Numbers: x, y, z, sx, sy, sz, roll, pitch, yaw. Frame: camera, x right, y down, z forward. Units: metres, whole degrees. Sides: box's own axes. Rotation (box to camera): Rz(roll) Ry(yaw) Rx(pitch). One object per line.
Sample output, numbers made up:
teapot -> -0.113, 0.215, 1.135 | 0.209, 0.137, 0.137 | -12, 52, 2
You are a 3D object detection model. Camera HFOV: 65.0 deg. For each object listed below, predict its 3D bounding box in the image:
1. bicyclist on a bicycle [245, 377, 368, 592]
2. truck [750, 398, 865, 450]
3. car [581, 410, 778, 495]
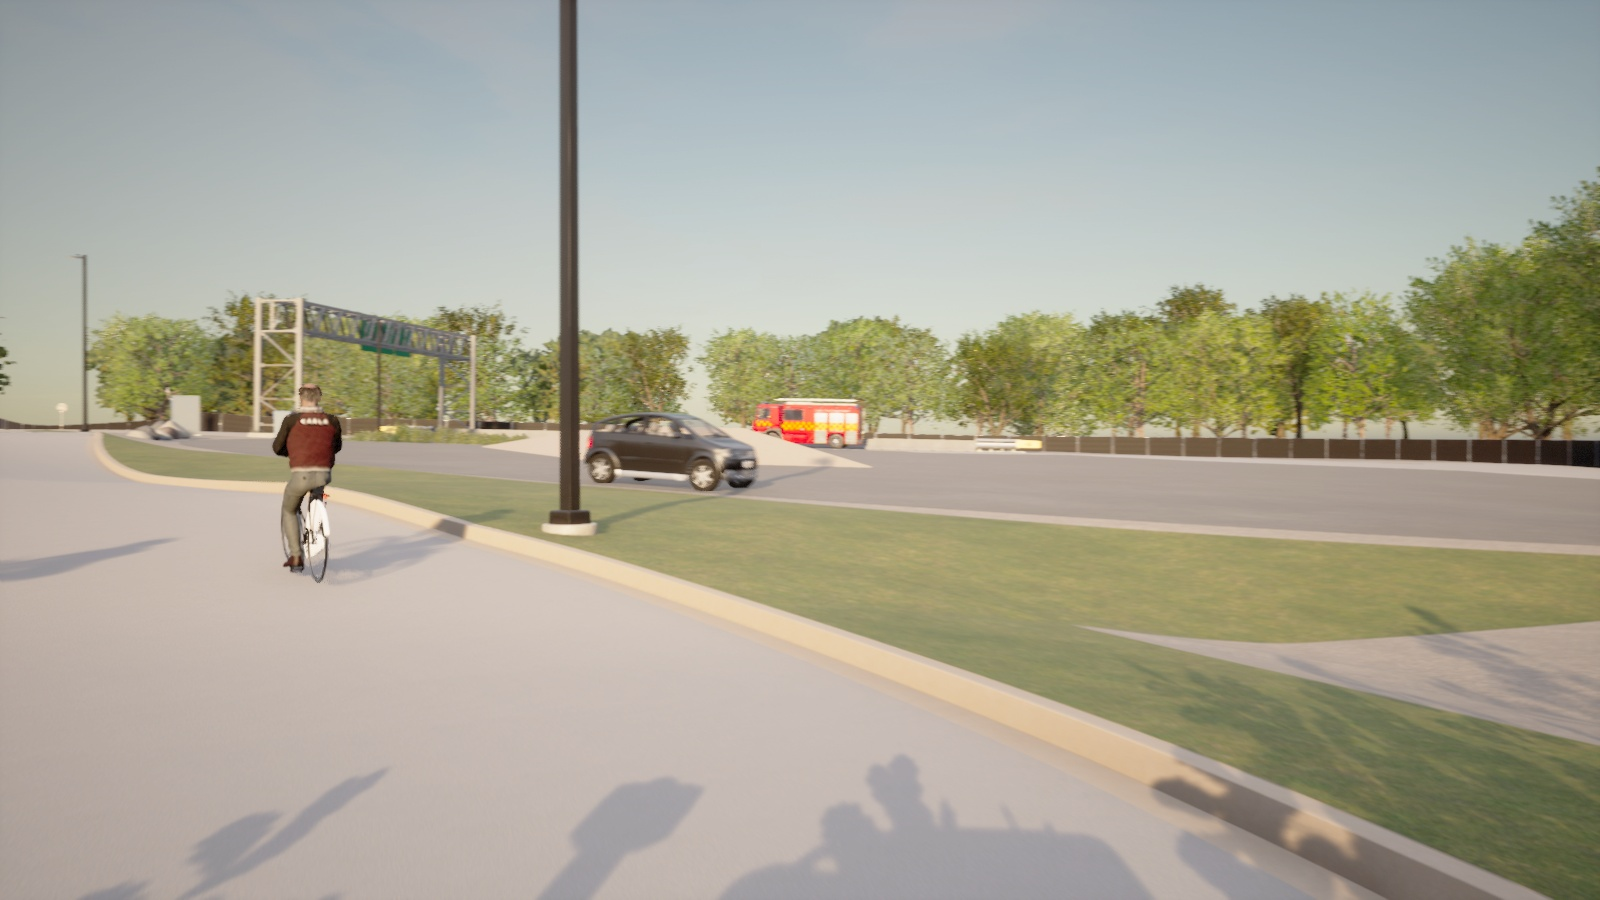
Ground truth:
bicyclist on a bicycle -> -4.581, 0.252, 11.567 | 0.659, 1.776, 1.843 | 0, 5, -33
truck -> 0.616, -2.026, 97.285 | 8.468, 3.827, 2.891 | 1, 0, 11
car -> -2.552, 0.008, 26.534 | 3.705, 1.549, 1.789 | 3, 2, 27
